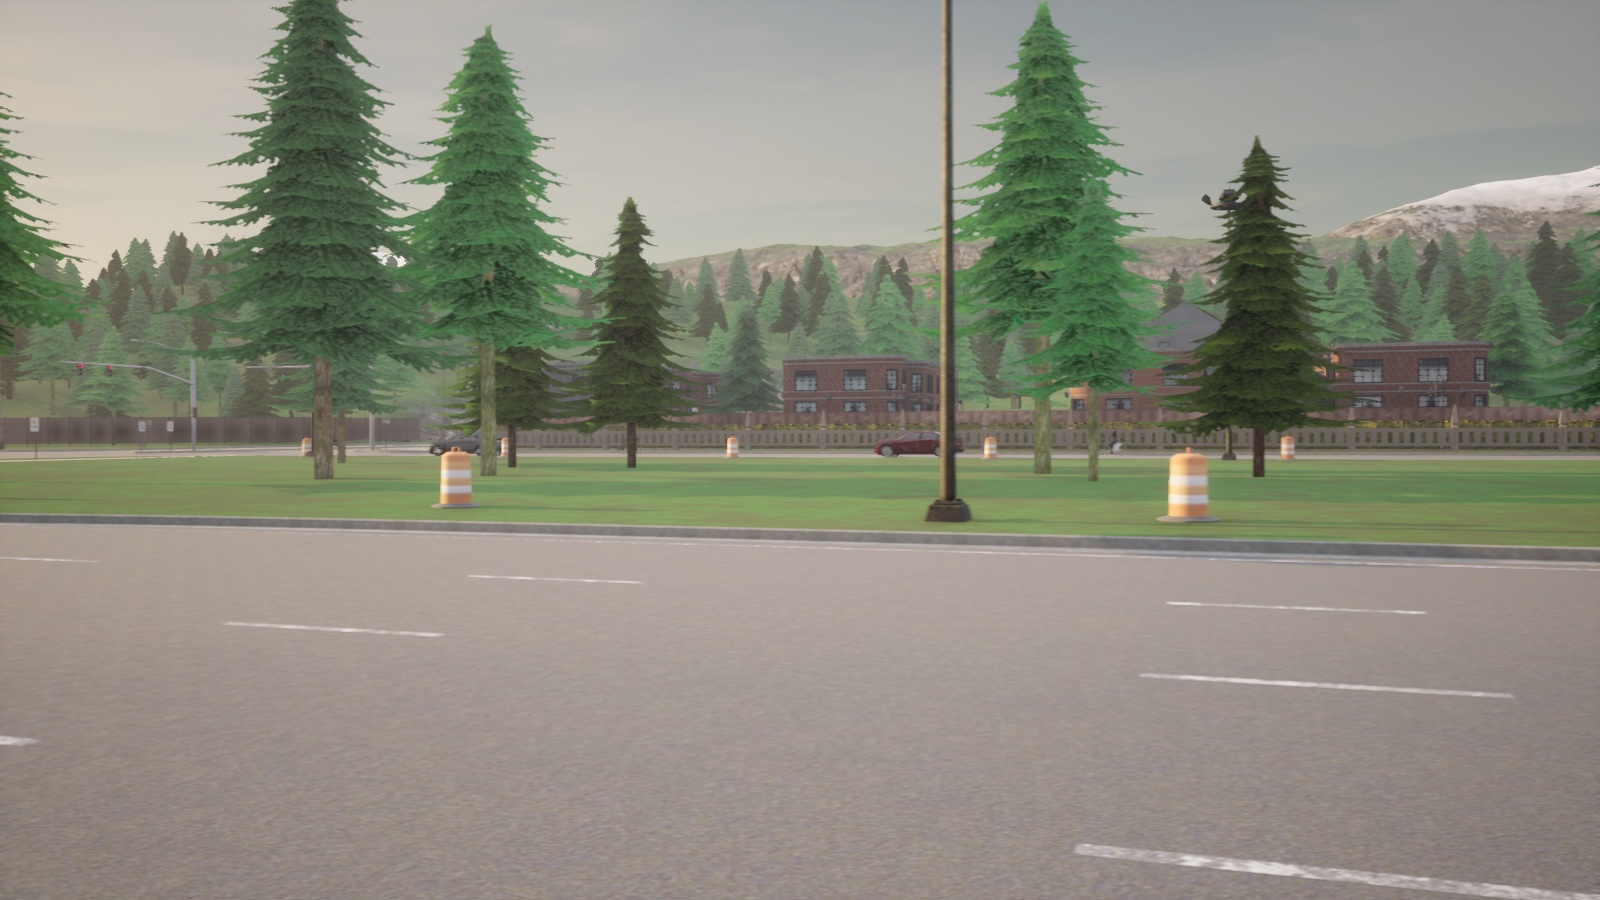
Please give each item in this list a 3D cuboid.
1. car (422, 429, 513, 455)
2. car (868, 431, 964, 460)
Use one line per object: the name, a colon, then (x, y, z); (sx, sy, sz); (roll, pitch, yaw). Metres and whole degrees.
car: (-19.751, -0.487, 74.639); (4.902, 1.511, 2.128); (1, 1, 18)
car: (6.428, -0.286, 69.599); (5.008, 1.535, 1.882); (1, 1, 18)
